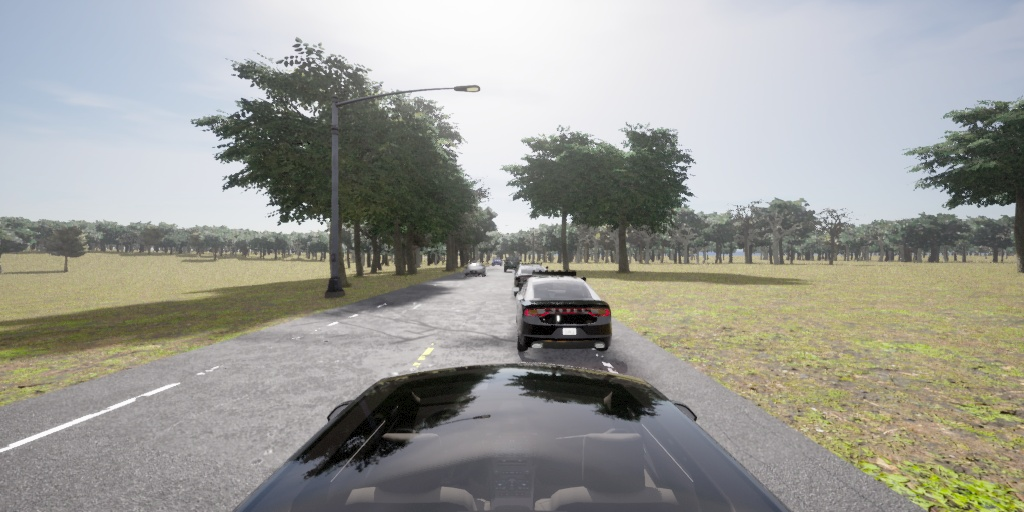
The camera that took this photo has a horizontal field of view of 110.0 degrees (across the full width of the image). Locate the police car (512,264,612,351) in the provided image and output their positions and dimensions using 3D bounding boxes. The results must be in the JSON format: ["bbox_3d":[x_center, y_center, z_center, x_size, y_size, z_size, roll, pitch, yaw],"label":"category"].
[{"bbox_3d":[1.048,1.173,9.126,1.930,1.638,5.238,0,0,0],"label":"police car"}]

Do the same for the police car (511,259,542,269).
[{"bbox_3d":[1.045,1.173,19.128,1.930,1.638,5.238,0,0,0],"label":"police car"}]

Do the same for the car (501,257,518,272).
[{"bbox_3d":[0.018,1.106,48.488,2.150,2.045,5.566,0,-1,0],"label":"car"}]

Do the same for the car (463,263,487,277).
[{"bbox_3d":[-3.610,1.358,35.697,1.994,1.385,4.181,0,0,0],"label":"car"}]
